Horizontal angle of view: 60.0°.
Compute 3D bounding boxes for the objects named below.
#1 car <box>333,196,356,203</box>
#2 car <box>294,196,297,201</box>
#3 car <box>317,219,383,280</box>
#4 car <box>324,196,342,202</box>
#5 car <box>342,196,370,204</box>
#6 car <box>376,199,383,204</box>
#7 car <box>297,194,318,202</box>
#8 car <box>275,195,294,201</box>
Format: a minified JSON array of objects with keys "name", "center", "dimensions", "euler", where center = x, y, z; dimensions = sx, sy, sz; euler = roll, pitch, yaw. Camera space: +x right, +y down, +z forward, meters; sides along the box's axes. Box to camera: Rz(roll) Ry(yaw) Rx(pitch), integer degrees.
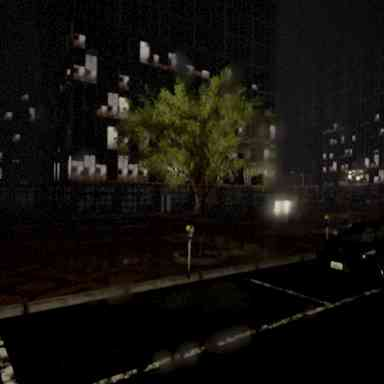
[{"name":"car","center":[33.143,1.647,72.550],"dimensions":[2.008,1.369,4.403],"euler":[1,-1,-20]},{"name":"car","center":[27.354,1.763,88.303],"dimensions":[1.802,1.307,4.206],"euler":[1,-1,-20]},{"name":"car","center":[5.565,1.524,9.832],"dimensions":[4.313,1.339,1.947],"euler":[0,1,-34]},{"name":"car","center":[27.683,1.395,64.566],"dimensions":[1.967,1.590,4.097],"euler":[1,-1,-20]},{"name":"car","center":[29.610,1.477,59.316],"dimensions":[2.008,1.369,4.403],"euler":[1,-1,-20]},{"name":"car","center":[36.943,1.566,62.207],"dimensions":[1.752,1.417,4.829],"euler":[1,-1,-20]},{"name":"car","center":[29.286,1.468,83.055],"dimensions":[2.192,1.841,5.009],"euler":[1,-1,-20]},{"name":"car","center":[21.897,1.479,80.312],"dimensions":[1.967,1.590,4.097],"euler":[1,-1,-20]}]
